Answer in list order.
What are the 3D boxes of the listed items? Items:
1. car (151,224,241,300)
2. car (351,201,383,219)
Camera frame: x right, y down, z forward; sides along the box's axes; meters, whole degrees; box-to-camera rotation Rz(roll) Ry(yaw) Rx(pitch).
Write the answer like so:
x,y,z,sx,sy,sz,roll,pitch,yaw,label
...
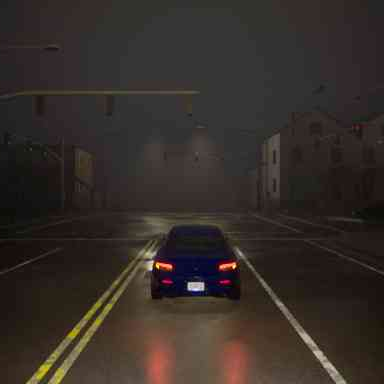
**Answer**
x,y,z,sx,sy,sz,roll,pitch,yaw,label
0.087,1.524,8.263,1.812,1.442,4.674,0,0,0,car
15.877,1.520,27.985,4.674,1.442,1.812,0,0,-1,car
